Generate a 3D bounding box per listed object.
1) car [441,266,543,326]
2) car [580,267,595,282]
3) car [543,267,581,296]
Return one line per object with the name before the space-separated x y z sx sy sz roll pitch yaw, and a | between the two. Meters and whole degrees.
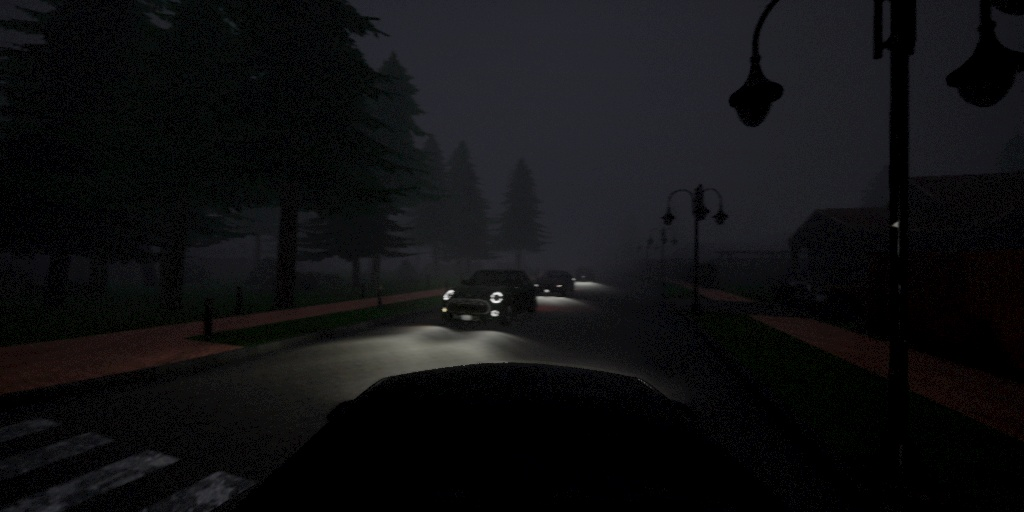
car | -0.600 1.236 12.513 2.097 1.767 4.553 1 -1 19
car | 7.867 1.875 38.365 2.128 1.511 4.902 1 -1 16
car | 2.804 1.628 22.684 2.033 1.411 5.357 1 -1 18
